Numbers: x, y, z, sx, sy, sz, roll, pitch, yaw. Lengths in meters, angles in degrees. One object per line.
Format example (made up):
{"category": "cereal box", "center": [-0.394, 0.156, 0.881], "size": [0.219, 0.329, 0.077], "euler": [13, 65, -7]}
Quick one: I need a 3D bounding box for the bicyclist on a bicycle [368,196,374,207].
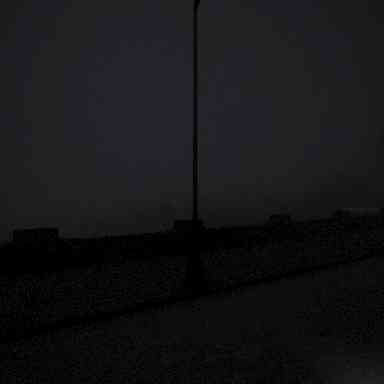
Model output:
{"category": "bicyclist on a bicycle", "center": [25.502, 1.347, 47.463], "size": [1.656, 1.620, 0.582], "euler": [0, 0, -36]}

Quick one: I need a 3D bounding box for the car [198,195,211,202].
{"category": "car", "center": [2.136, 1.378, 72.813], "size": [1.882, 1.535, 5.008], "euler": [0, 0, -36]}

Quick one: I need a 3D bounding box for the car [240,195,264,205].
{"category": "car", "center": [10.870, 1.365, 60.572], "size": [2.097, 1.767, 4.553], "euler": [0, 0, -36]}
